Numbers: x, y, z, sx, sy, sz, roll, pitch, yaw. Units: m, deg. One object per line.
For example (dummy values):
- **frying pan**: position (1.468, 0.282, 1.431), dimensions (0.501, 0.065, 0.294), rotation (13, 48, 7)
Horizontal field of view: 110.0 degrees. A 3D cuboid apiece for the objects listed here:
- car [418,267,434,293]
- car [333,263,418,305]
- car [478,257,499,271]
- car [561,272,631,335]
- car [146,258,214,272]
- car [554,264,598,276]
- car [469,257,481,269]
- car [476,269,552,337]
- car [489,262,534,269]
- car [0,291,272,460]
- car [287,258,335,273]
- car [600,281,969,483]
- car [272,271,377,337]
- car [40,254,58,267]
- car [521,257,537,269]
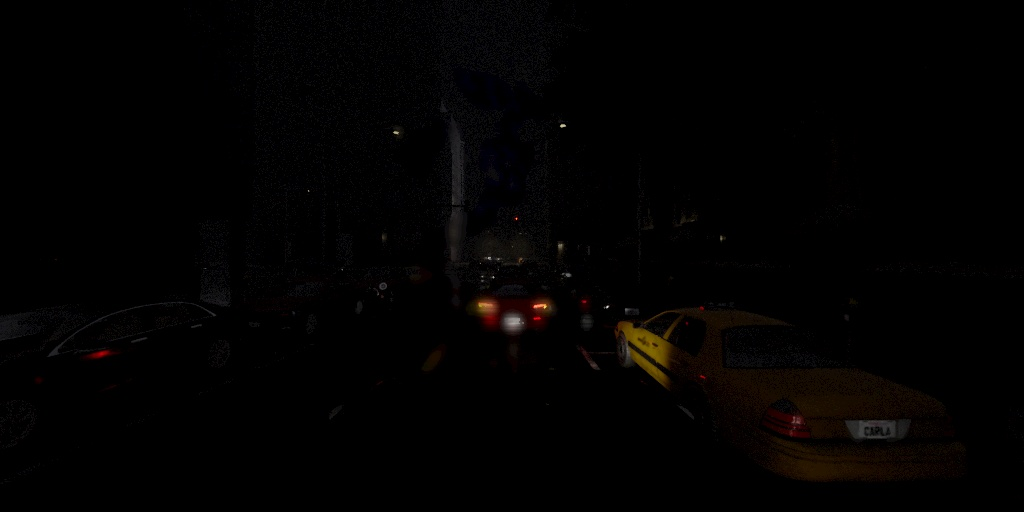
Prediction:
- **car**: position (-5.782, 1.277, 21.034), dimensions (1.751, 1.417, 4.829), rotation (0, 0, 0)
- **car**: position (-5.776, 1.190, 15.747), dimensions (1.967, 1.591, 4.097), rotation (0, 0, 0)
- **car**: position (-3.148, 1.286, 48.990), dimensions (1.812, 1.442, 4.674), rotation (0, 0, 0)
- **car**: position (2.755, 1.316, 10.302), dimensions (1.948, 1.339, 4.313), rotation (0, 0, 0)
- **car**: position (-30.090, 0.795, 32.616), dimensions (4.718, 1.301, 1.895), rotation (1, 0, 0)
- **car**: position (6.547, 1.457, 32.952), dimensions (5.357, 1.411, 2.033), rotation (1, 0, 10)
- **car**: position (-5.823, 1.079, 58.612), dimensions (2.192, 1.841, 5.009), rotation (0, 0, 0)
- **car**: position (0.061, 1.276, 10.135), dimensions (1.812, 1.442, 4.674), rotation (0, 0, 0)
- **car**: position (0.000, 1.256, 19.002), dimensions (1.837, 1.490, 4.892), rotation (0, 0, 0)
- **car**: position (-5.764, 1.300, 4.833), dimensions (2.007, 1.370, 4.403), rotation (0, 0, 0)
- **car**: position (-17.911, 0.922, 32.649), dimensions (4.902, 1.511, 2.128), rotation (1, 0, 0)
- **car**: position (2.760, 1.275, 5.015), dimensions (1.751, 1.417, 4.829), rotation (0, 0, 0)
- **car**: position (-5.771, 1.295, 10.290), dimensions (1.888, 1.381, 4.507), rotation (0, 0, 0)
- **car**: position (-48.225, 0.417, 35.712), dimensions (4.181, 1.385, 1.994), rotation (1, 0, 0)
- **car**: position (2.708, 1.201, 53.183), dimensions (1.967, 1.591, 4.097), rotation (0, 0, 0)
